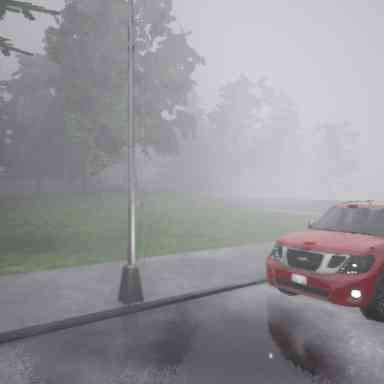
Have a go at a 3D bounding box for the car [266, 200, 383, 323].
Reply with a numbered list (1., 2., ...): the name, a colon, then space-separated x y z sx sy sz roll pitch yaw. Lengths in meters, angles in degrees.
1. car: 4.177 1.225 7.573 5.566 2.045 2.150 1 0 -35
